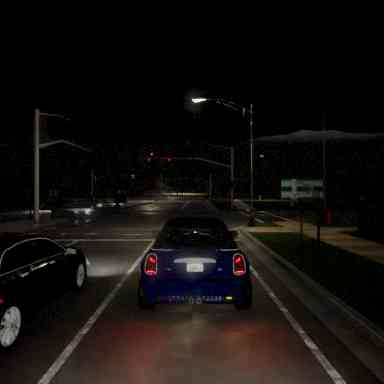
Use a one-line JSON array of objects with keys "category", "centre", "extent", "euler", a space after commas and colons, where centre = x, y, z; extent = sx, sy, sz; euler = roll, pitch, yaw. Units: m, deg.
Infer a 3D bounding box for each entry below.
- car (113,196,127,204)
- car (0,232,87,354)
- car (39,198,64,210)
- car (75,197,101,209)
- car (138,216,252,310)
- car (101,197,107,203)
[{"category": "car", "centre": [-14.275, 1.507, 66.067], "extent": [1.837, 1.490, 4.892], "euler": [0, -1, 1]}, {"category": "car", "centre": [-3.442, 1.505, 6.092], "extent": [1.837, 1.490, 4.892], "euler": [0, 0, 0]}, {"category": "car", "centre": [-18.212, 1.492, 42.935], "extent": [2.128, 1.511, 4.902], "euler": [0, 0, 1]}, {"category": "car", "centre": [-14.659, 1.526, 46.234], "extent": [1.812, 1.442, 4.674], "euler": [0, 0, 1]}, {"category": "car", "centre": [0.068, 1.352, 7.997], "extent": [2.097, 1.767, 4.553], "euler": [0, 0, 0]}, {"category": "car", "centre": [-17.832, 1.601, 63.630], "extent": [1.895, 1.301, 4.718], "euler": [0, 0, 1]}]
